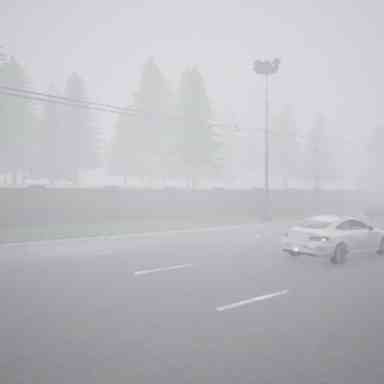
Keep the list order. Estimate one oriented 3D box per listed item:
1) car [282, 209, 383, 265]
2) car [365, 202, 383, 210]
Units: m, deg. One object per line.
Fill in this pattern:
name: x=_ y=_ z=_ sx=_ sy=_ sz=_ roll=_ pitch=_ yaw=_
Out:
car: x=5.120 y=1.536 z=11.694 sx=4.674 sy=1.442 sz=1.812 roll=0 pitch=0 yaw=-36
car: x=16.976 y=1.576 z=28.754 sx=5.357 sy=1.411 sz=2.033 roll=0 pitch=0 yaw=-36
